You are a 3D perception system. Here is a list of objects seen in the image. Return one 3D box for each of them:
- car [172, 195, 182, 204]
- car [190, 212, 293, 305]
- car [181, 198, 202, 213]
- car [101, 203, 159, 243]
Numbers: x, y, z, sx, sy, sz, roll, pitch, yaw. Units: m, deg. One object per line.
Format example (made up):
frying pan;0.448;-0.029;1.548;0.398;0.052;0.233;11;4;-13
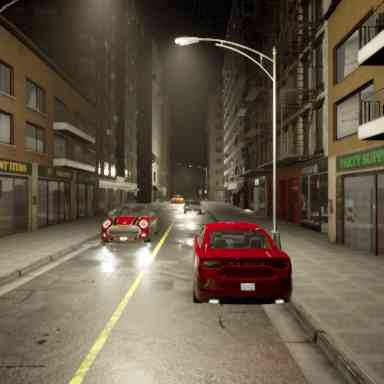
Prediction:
car;-2.745;1.407;63.821;2.097;1.767;4.553;0;0;0
car;0.963;1.480;8.201;1.882;1.535;5.008;0;0;0
car;0.081;1.619;36.582;1.895;1.301;4.718;0;0;0
car;-2.849;1.355;16.084;2.097;1.767;4.553;0;0;0
